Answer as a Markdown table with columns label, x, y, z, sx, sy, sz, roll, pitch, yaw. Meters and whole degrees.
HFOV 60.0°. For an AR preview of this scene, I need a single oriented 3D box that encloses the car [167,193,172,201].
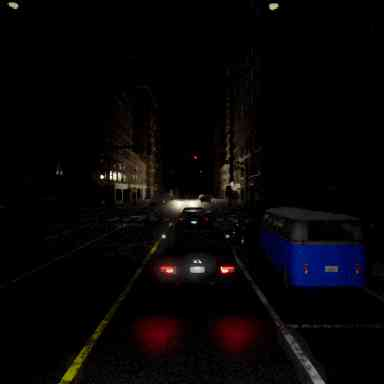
| label | x | y | z | sx | sy | sz | roll | pitch | yaw |
| --- | --- | --- | --- | --- | --- | --- | --- | --- | --- |
| car | -5.683 | 1.508 | 68.653 | 1.887 | 1.381 | 4.507 | 0 | 0 | 0 |

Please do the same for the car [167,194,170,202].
| label | x | y | z | sx | sy | sz | roll | pitch | yaw |
| --- | --- | --- | --- | --- | --- | --- | --- | --- | --- |
| car | -5.682 | 1.509 | 63.202 | 1.887 | 1.381 | 4.507 | 0 | 0 | 0 |

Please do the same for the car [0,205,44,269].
| label | x | y | z | sx | sy | sz | roll | pitch | yaw |
| --- | --- | --- | --- | --- | --- | --- | --- | --- | --- |
| car | -5.671 | 1.313 | 8.612 | 2.192 | 1.841 | 5.009 | 0 | 0 | 0 |

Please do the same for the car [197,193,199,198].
| label | x | y | z | sx | sy | sz | roll | pitch | yaw |
| --- | --- | --- | --- | --- | --- | --- | --- | --- | --- |
| car | 2.840 | 1.516 | 79.588 | 2.008 | 1.369 | 4.403 | 0 | 0 | 0 |

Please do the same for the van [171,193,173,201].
| label | x | y | z | sx | sy | sz | roll | pitch | yaw |
| --- | --- | --- | --- | --- | --- | --- | --- | --- | --- |
| van | -5.685 | 1.305 | 74.104 | 1.690 | 1.788 | 3.998 | 0 | 0 | 0 |

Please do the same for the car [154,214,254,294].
| label | x | y | z | sx | sy | sz | roll | pitch | yaw |
| --- | --- | --- | --- | --- | --- | --- | --- | --- | --- |
| car | 0.099 | 1.546 | 8.923 | 2.033 | 1.411 | 5.357 | 0 | 0 | 0 |

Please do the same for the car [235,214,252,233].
| label | x | y | z | sx | sy | sz | roll | pitch | yaw |
| --- | --- | --- | --- | --- | --- | --- | --- | --- | --- |
| car | 2.853 | 1.562 | 14.314 | 1.947 | 1.339 | 4.313 | 0 | 0 | 0 |

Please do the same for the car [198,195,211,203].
| label | x | y | z | sx | sy | sz | roll | pitch | yaw |
| --- | --- | --- | --- | --- | --- | --- | --- | --- | --- |
| car | 2.841 | 1.404 | 68.690 | 1.967 | 1.590 | 4.097 | 0 | 0 | 0 |

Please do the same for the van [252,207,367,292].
| label | x | y | z | sx | sy | sz | roll | pitch | yaw |
| --- | --- | --- | --- | --- | --- | --- | --- | --- | --- |
| van | 2.853 | 1.339 | 8.653 | 1.690 | 1.788 | 3.998 | 0 | 0 | 0 |

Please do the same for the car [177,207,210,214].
| label | x | y | z | sx | sy | sz | roll | pitch | yaw |
| --- | --- | --- | --- | --- | --- | --- | --- | --- | --- |
| car | 0.097 | 1.557 | 19.243 | 1.994 | 1.385 | 4.181 | 0 | 0 | 0 |

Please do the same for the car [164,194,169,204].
| label | x | y | z | sx | sy | sz | roll | pitch | yaw |
| --- | --- | --- | --- | --- | --- | --- | --- | --- | --- |
| car | -5.681 | 1.516 | 57.751 | 2.008 | 1.369 | 4.403 | 0 | 0 | 0 |

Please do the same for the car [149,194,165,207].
| label | x | y | z | sx | sy | sz | roll | pitch | yaw |
| --- | --- | --- | --- | --- | --- | --- | --- | --- | --- |
| car | -5.680 | 1.493 | 52.131 | 1.752 | 1.417 | 4.829 | 0 | 0 | 0 |

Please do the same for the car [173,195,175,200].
| label | x | y | z | sx | sy | sz | roll | pitch | yaw |
| --- | --- | --- | --- | --- | --- | --- | --- | --- | --- |
| car | -5.685 | 1.516 | 79.554 | 2.008 | 1.369 | 4.403 | 0 | 0 | 0 |

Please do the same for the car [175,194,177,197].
| label | x | y | z | sx | sy | sz | roll | pitch | yaw |
| --- | --- | --- | --- | --- | --- | --- | --- | --- | --- |
| car | -5.687 | 1.282 | 85.005 | 2.192 | 1.841 | 5.009 | 0 | 0 | 0 |
